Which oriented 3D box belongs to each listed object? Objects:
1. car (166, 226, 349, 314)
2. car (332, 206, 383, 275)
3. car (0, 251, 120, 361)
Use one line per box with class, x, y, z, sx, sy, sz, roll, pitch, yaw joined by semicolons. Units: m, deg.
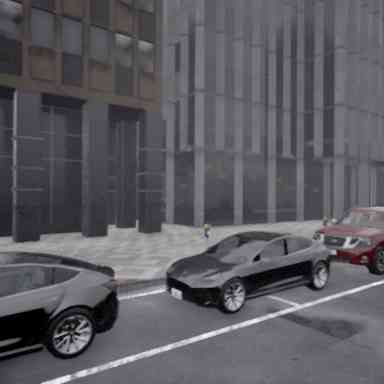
car;1.479;1.621;7.715;4.313;1.339;1.947;1;-1;-36
car;6.065;1.426;10.996;5.009;1.841;2.192;1;-1;-36
car;-3.106;1.565;4.436;4.313;1.339;1.947;1;-1;-36
